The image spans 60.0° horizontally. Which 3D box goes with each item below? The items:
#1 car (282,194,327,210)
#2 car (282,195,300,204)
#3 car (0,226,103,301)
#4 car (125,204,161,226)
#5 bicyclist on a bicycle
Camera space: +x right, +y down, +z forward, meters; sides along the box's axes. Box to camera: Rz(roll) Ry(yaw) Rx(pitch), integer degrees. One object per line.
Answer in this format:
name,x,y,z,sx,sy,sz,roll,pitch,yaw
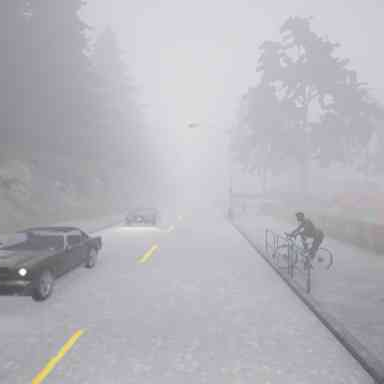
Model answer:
car,14.282,1.221,42.472,5.566,2.045,2.150,0,0,2
car,17.702,1.300,59.567,1.994,1.381,4.181,0,0,2
car,-3.863,1.601,8.477,1.895,1.301,4.718,0,0,2
car,-3.326,1.564,23.243,1.994,1.385,4.181,0,0,2
bicyclist on a bicycle,3.109,1.386,9.237,1.656,1.620,0.582,4,1,1
